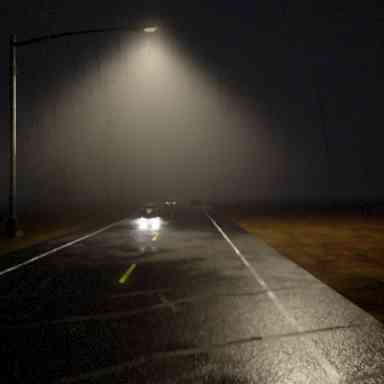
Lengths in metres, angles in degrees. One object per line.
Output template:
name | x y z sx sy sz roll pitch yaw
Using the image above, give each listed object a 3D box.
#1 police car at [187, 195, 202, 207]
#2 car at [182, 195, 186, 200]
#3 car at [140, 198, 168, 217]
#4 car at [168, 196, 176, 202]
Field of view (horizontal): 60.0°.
police car | 0.538 1.441 52.420 1.930 1.638 5.238 0 0 -1
car | -1.401 1.476 88.095 1.895 1.301 4.718 0 0 -2
car | -3.796 1.494 31.656 2.128 1.511 4.902 0 0 -1
car | -4.487 1.530 73.282 2.033 1.411 5.357 0 0 -1
